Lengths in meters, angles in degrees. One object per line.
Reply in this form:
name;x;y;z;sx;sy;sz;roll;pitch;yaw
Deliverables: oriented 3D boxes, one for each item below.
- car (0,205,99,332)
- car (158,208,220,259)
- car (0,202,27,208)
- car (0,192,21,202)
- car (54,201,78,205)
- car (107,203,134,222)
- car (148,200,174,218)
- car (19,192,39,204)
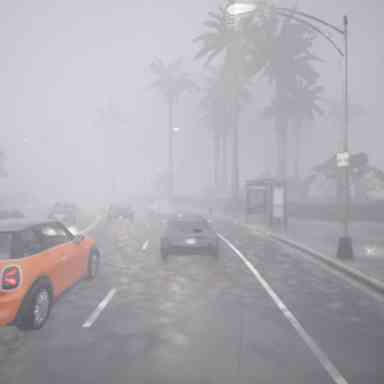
car;-3.460;1.323;6.934;2.097;1.767;4.553;0;0;-1
car;-0.164;1.513;12.401;1.994;1.385;4.181;0;0;-3
car;-11.644;1.522;19.780;1.895;1.301;4.718;0;0;-10
car;-31.290;1.266;55.577;4.902;1.511;2.128;0;0;37
car;-8.780;1.399;23.110;2.128;1.511;4.902;0;0;-13
car;-5.528;1.497;25.665;1.895;1.301;4.718;0;0;-13
car;-2.635;1.410;28.286;1.812;1.442;4.674;0;0;-14
car;-29.157;1.013;58.444;5.566;2.045;2.150;0;0;36
